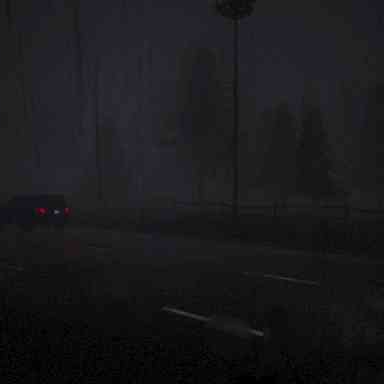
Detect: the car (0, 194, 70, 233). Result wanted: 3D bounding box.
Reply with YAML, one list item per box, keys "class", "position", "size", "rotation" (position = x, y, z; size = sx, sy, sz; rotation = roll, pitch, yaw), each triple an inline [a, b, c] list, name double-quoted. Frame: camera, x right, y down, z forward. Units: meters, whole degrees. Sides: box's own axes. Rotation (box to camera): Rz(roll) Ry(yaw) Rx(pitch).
- class: "car"
  position: [-9.418, 1.160, 19.312]
  size: [5.566, 2.045, 2.150]
  rotation: [0, 0, 36]
